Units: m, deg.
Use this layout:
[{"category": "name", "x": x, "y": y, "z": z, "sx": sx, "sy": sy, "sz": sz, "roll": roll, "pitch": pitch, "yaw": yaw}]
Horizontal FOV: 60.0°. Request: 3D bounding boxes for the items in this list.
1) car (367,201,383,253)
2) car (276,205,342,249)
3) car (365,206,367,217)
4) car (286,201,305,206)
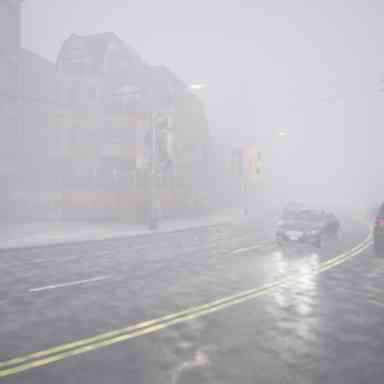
[{"category": "car", "x": 8.778, "y": 1.285, "z": 13.342, "sx": 2.150, "sy": 2.045, "sz": 5.566, "roll": 0, "pitch": 0, "yaw": 36}, {"category": "car", "x": 5.401, "y": 1.557, "z": 15.042, "sx": 2.128, "sy": 1.511, "sz": 4.902, "roll": 0, "pitch": 0, "yaw": 36}, {"category": "car", "x": 16.941, "y": 1.644, "z": 30.001, "sx": 1.837, "sy": 1.490, "sz": 4.892, "roll": 0, "pitch": 0, "yaw": 21}, {"category": "car", "x": 9.343, "y": 1.606, "z": 29.962, "sx": 1.882, "sy": 1.535, "sz": 5.008, "roll": 0, "pitch": 0, "yaw": 21}]
